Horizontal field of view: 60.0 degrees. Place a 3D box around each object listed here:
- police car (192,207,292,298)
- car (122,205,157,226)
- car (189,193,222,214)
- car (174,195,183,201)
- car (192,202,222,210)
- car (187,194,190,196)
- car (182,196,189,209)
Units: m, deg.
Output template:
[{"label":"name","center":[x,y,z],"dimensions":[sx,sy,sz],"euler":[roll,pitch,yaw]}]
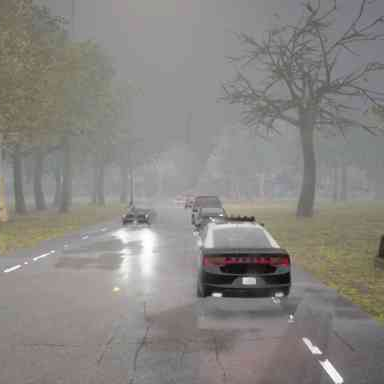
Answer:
[{"label":"police car","center":[1.050,1.428,8.685],"dimensions":[1.930,1.638,5.238],"euler":[0,0,0]},{"label":"car","center":[-3.600,1.610,23.337],"dimensions":[1.895,1.301,4.718],"euler":[0,0,0]},{"label":"car","center":[1.050,1.235,24.608],"dimensions":[2.150,2.045,5.566],"euler":[0,0,0]},{"label":"car","center":[-3.501,1.486,87.913],"dimensions":[2.097,1.767,4.553],"euler":[0,0,0]},{"label":"car","center":[1.050,1.513,18.578],"dimensions":[1.837,1.490,4.892],"euler":[0,0,0]},{"label":"car","center":[0.000,1.279,60.139],"dimensions":[2.150,2.045,5.566],"euler":[0,0,0]},{"label":"car","center":[0.014,1.598,45.693],"dimensions":[1.994,1.385,4.181],"euler":[0,0,0]}]
